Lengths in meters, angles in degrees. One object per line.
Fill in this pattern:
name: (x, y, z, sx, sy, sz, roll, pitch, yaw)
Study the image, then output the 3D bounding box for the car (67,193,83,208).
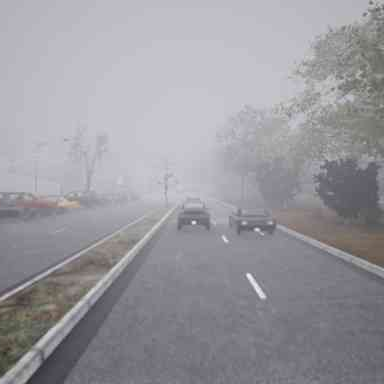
car: (-13.981, 1.207, 33.089, 5.366, 1.575, 1.946, -1, 1, -20)

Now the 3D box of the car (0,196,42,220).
car: (-13.788, 1.324, 24.169, 4.792, 1.488, 2.163, -1, 0, -20)

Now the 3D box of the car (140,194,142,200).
car: (-13.717, 0.783, 69.199, 5.566, 2.045, 2.435, -1, 0, -20)

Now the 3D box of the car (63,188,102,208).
car: (-13.831, 0.908, 39.138, 5.566, 2.045, 2.435, -1, 1, -20)

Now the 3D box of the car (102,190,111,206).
car: (-13.770, 0.995, 45.166, 4.553, 1.767, 2.185, -1, 1, -20)

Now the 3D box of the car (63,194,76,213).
car: (-13.636, 1.227, 30.223, 5.366, 1.575, 1.946, -1, 0, -20)

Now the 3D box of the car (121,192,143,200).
car: (-13.626, 0.891, 75.214, 4.553, 1.767, 2.185, -1, 0, -19)

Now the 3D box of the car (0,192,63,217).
car: (-13.791, 1.013, 27.169, 5.566, 2.045, 2.435, -1, 0, -20)

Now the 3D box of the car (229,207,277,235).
car: (3.102, 1.473, 18.040, 1.895, 1.301, 4.718, 0, 1, 0)

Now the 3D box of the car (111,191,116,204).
car: (-13.831, 0.981, 48.152, 4.553, 1.767, 2.185, -1, 0, -20)

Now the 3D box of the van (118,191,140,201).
van: (-13.601, 0.798, 72.235, 4.442, 1.987, 1.878, -1, 0, -19)

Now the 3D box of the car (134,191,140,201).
car: (-13.789, 0.793, 66.163, 5.566, 2.045, 2.435, -1, 0, -20)

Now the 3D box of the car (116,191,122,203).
car: (-13.802, 1.095, 51.162, 4.892, 1.521, 2.231, -1, 0, -20)

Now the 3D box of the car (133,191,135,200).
car: (-13.769, 1.093, 63.167, 4.674, 1.452, 2.002, -1, 0, -20)

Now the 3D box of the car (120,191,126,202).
car: (-13.818, 1.111, 54.147, 4.792, 1.488, 2.163, -1, 1, -20)

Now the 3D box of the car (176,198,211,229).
car: (0.101, 1.353, 20.157, 1.837, 1.490, 4.892, 0, 1, 0)

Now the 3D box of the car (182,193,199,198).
car: (0.103, 1.162, 38.689, 2.128, 1.511, 4.902, 0, 0, 0)

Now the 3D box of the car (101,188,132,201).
car: (-13.818, 0.821, 57.149, 5.566, 2.045, 2.435, -1, 0, -20)
